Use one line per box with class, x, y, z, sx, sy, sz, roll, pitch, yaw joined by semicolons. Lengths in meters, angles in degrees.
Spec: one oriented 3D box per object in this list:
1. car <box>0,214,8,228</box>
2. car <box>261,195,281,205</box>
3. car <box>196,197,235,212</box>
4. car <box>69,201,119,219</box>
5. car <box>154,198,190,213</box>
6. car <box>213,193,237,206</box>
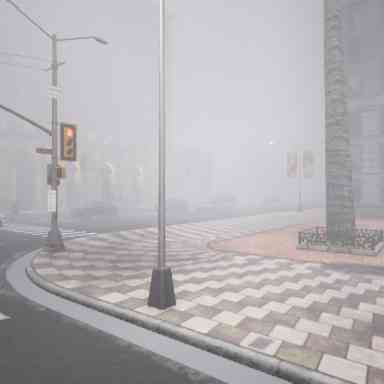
car;-13.189;1.526;19.073;4.674;1.442;1.812;0;0;-42
car;13.860;1.274;58.506;2.097;1.767;4.553;0;0;38
car;2.578;1.601;38.216;1.895;1.301;4.718;0;0;38
car;-8.695;1.526;29.897;1.812;1.442;4.674;0;0;39
car;-2.242;1.505;38.084;1.837;1.490;4.892;0;0;38
car;4.137;1.222;46.164;2.150;2.045;5.566;0;0;38
